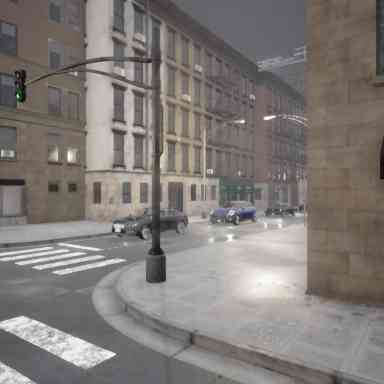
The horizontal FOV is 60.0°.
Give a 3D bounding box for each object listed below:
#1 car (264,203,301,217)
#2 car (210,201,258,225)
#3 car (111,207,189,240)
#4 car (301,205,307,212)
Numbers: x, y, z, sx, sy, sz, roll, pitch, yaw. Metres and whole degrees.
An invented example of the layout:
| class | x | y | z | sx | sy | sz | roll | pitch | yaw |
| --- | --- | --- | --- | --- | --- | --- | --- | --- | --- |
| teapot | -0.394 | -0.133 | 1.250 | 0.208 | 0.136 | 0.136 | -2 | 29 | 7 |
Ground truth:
| class | x | y | z | sx | sy | sz | roll | pitch | yaw |
| --- | --- | --- | --- | --- | --- | --- | --- | --- | --- |
| car | 8.952 | 1.777 | 33.335 | 1.895 | 1.301 | 4.718 | 0 | 0 | 35 |
| car | 3.229 | 1.476 | 25.327 | 2.097 | 1.767 | 4.553 | 0 | 0 | 36 |
| car | -2.113 | 1.568 | 17.809 | 2.128 | 1.511 | 4.902 | 0 | 0 | 35 |
| car | 14.868 | 1.832 | 41.585 | 1.895 | 1.301 | 4.718 | 0 | 0 | 36 |
